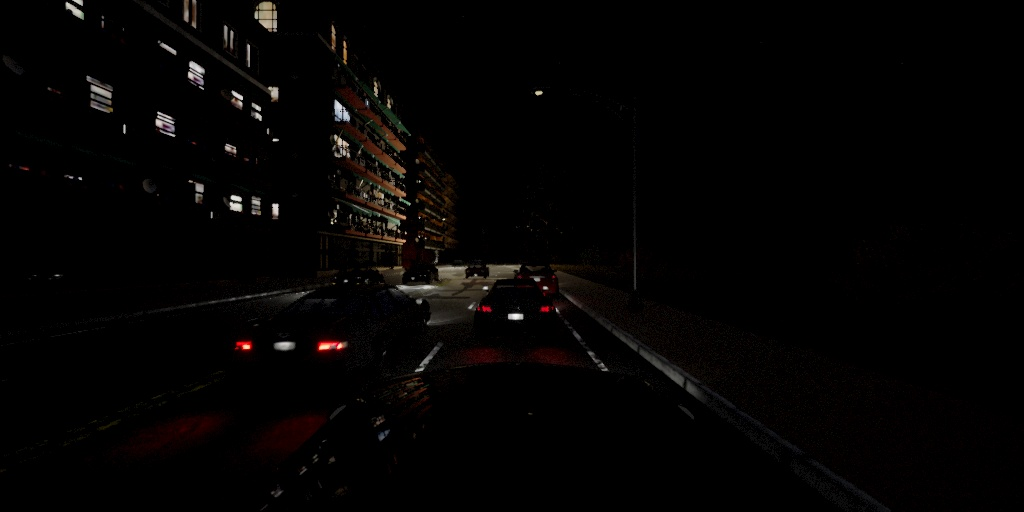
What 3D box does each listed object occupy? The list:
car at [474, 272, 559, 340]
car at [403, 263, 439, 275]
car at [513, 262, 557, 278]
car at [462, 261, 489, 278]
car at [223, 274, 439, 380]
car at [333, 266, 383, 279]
[{"bbox_3d":[0.099,1.315,9.968,1.994,1.385,4.181,0,0,0],"label":"car"},{"bbox_3d":[-6.588,1.255,26.255,1.837,1.490,4.892,0,0,0],"label":"car"},{"bbox_3d":[1.146,1.102,18.548,2.097,1.767,4.553,0,0,0],"label":"car"},{"bbox_3d":[-3.133,1.351,33.279,1.895,1.301,4.718,0,0,0],"label":"car"},{"bbox_3d":[-3.148,1.297,7.478,2.033,1.411,5.357,0,0,0],"label":"car"},{"bbox_3d":[-9.839,1.315,23.215,1.994,1.385,4.181,0,0,0],"label":"car"}]
